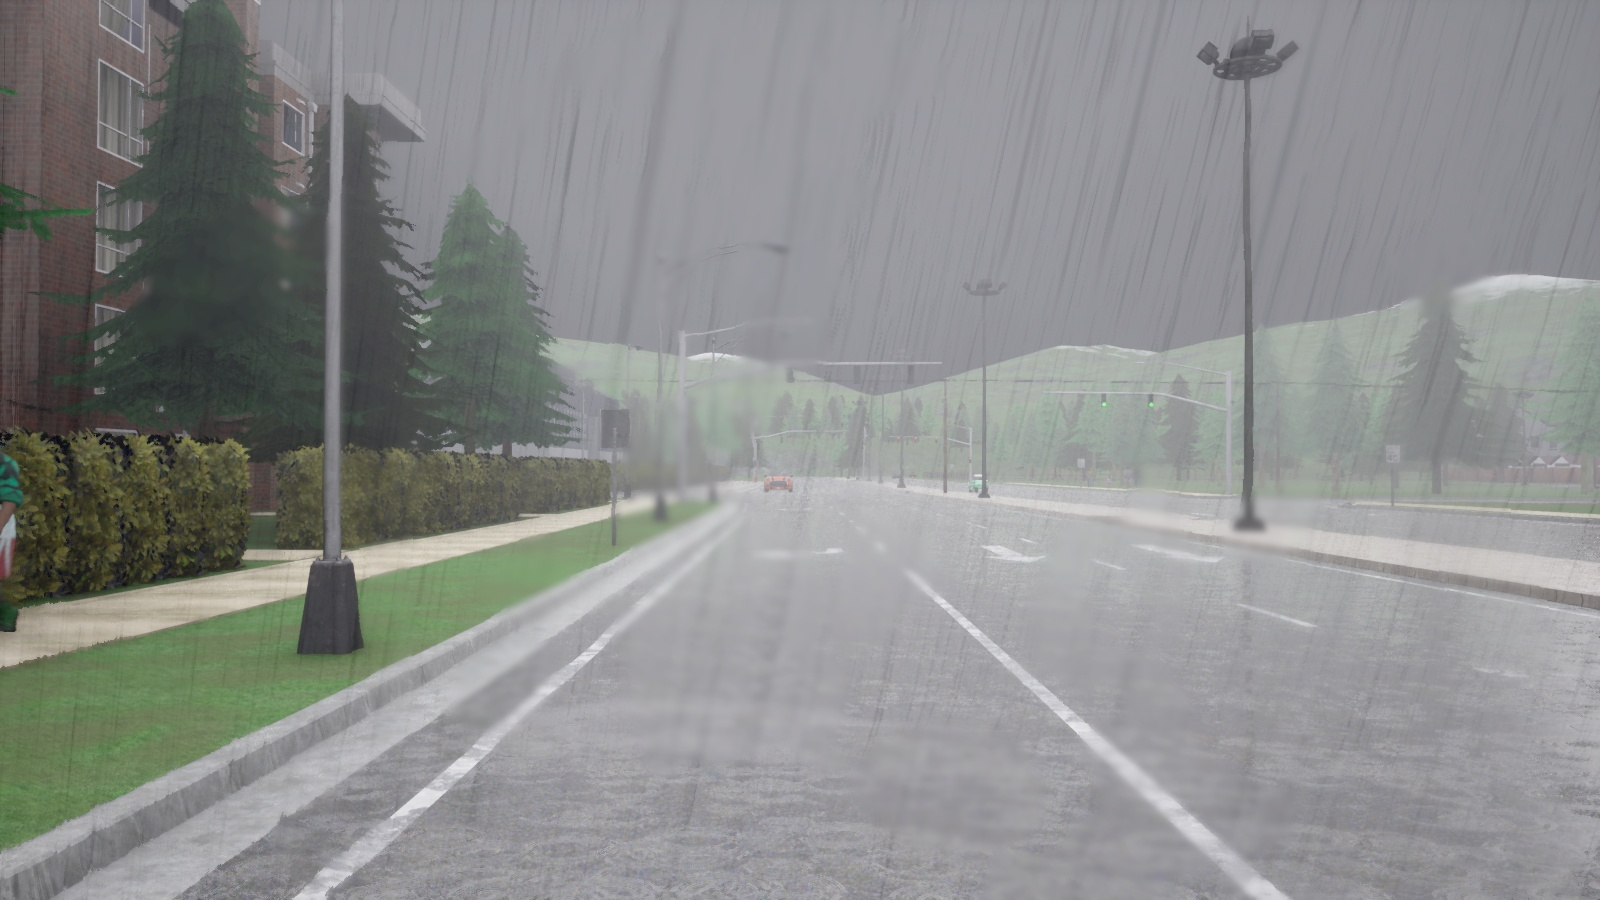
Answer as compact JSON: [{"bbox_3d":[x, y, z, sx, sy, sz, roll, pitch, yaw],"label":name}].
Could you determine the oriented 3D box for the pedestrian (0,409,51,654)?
[{"bbox_3d":[-6.691,0.652,10.220,0.659,1.952,0.873,0,-1,0],"label":"pedestrian"}]

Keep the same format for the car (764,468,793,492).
[{"bbox_3d":[-1.571,2.254,94.034,2.097,1.767,4.553,0,-1,0],"label":"car"}]

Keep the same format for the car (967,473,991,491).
[{"bbox_3d":[13.431,2.391,94.092,1.481,1.376,2.207,0,-1,0],"label":"car"}]
